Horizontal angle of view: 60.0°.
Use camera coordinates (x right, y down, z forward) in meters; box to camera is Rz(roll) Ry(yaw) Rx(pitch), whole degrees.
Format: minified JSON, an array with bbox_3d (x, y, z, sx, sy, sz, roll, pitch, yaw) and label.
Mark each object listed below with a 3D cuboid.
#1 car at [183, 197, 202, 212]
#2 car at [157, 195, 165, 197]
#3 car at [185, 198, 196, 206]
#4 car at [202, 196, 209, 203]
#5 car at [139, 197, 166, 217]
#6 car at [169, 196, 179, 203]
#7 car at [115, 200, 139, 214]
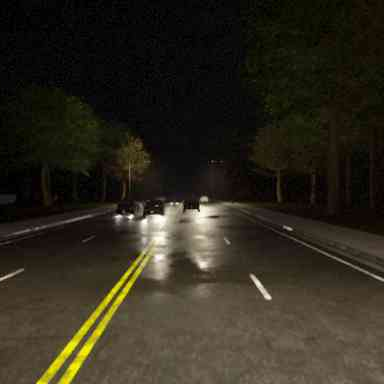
[{"bbox_3d":[-0.066,1.481,39.742,1.882,1.535,5.008,0,0,0],"label":"car"},{"bbox_3d":[-7.072,1.434,75.824,2.097,1.767,4.553,0,0,-1],"label":"car"},{"bbox_3d":[-0.240,1.643,57.994,1.895,1.301,4.718,0,0,-1],"label":"car"},{"bbox_3d":[2.718,1.609,73.086,1.812,1.442,4.674,0,0,-1],"label":"car"},{"bbox_3d":[-3.451,1.498,30.990,1.837,1.490,4.892,0,0,0],"label":"car"},{"bbox_3d":[-3.757,1.587,71.321,1.994,1.385,4.181,0,0,-1],"label":"car"},{"bbox_3d":[-6.732,1.545,35.328,2.033,1.411,5.357,0,0,0],"label":"car"}]
